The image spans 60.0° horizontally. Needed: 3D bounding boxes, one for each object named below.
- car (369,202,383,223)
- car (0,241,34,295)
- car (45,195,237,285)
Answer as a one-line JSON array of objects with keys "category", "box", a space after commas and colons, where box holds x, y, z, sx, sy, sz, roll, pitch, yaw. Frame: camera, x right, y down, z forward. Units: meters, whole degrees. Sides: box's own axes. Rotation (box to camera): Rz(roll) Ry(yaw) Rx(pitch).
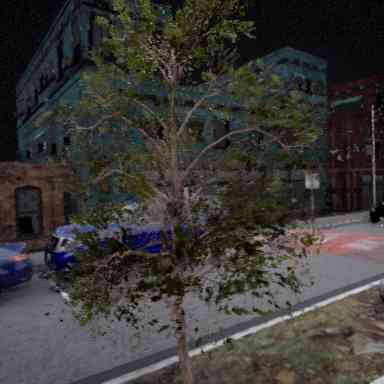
[{"category": "car", "box": [12.183, 0.975, 19.187, 4.792, 1.488, 2.163, -2, 1, -36]}, {"category": "car", "box": [-5.647, 1.582, 6.437, 4.674, 1.452, 2.002, -2, 1, -36]}, {"category": "car", "box": [-1.191, 1.138, 9.624, 5.566, 2.045, 2.435, -2, 1, -36]}]
